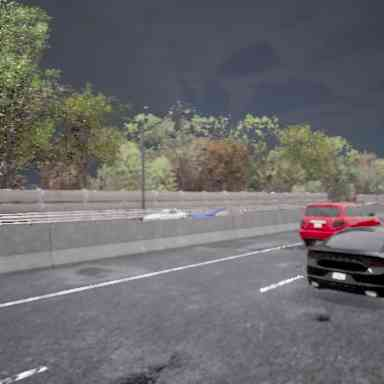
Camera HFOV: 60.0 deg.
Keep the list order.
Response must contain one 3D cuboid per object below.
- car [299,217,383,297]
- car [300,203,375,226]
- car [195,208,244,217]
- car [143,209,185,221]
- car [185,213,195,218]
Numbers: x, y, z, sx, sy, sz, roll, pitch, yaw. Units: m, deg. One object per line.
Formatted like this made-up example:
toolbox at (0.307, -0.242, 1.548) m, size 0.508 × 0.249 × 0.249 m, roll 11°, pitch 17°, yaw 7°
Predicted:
car at (4.858, 1.643, 8.761) m, size 5.008 × 1.535 × 1.882 m, roll 1°, pitch -2°, yaw -45°
car at (7.293, 1.540, 16.113) m, size 5.566 × 2.045 × 2.150 m, roll 1°, pitch -2°, yaw -45°
car at (2.742, 2.173, 26.642) m, size 4.674 × 1.442 × 1.812 m, roll 1°, pitch -2°, yaw -45°
car at (-2.390, 2.363, 31.407) m, size 4.674 × 1.442 × 1.812 m, roll 1°, pitch -2°, yaw -45°
car at (2.087, 2.243, 30.918) m, size 5.008 × 1.535 × 1.882 m, roll 1°, pitch -2°, yaw -45°
